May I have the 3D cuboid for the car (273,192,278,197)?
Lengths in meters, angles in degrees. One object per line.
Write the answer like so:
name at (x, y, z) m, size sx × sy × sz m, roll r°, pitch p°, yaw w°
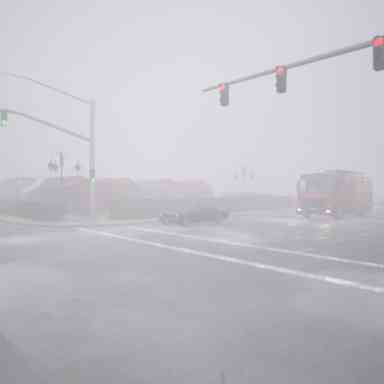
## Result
car at (16.398, 1.057, 66.890) m, size 1.970 × 1.475 × 3.806 m, roll 0°, pitch 1°, yaw -44°

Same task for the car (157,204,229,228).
car at (0.153, 1.421, 20.775) m, size 4.718 × 1.301 × 1.895 m, roll 0°, pitch 1°, yaw -44°

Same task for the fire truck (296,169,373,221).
fire truck at (11.801, 0.189, 27.097) m, size 8.468 × 3.827 × 2.891 m, roll 0°, pitch 1°, yaw -44°

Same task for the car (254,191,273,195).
car at (12.411, 0.818, 62.987) m, size 1.932 × 1.855 × 4.605 m, roll 0°, pitch 1°, yaw -44°

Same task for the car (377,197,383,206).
car at (28.244, 1.339, 48.007) m, size 4.674 × 1.442 × 1.812 m, roll 0°, pitch 1°, yaw -44°
